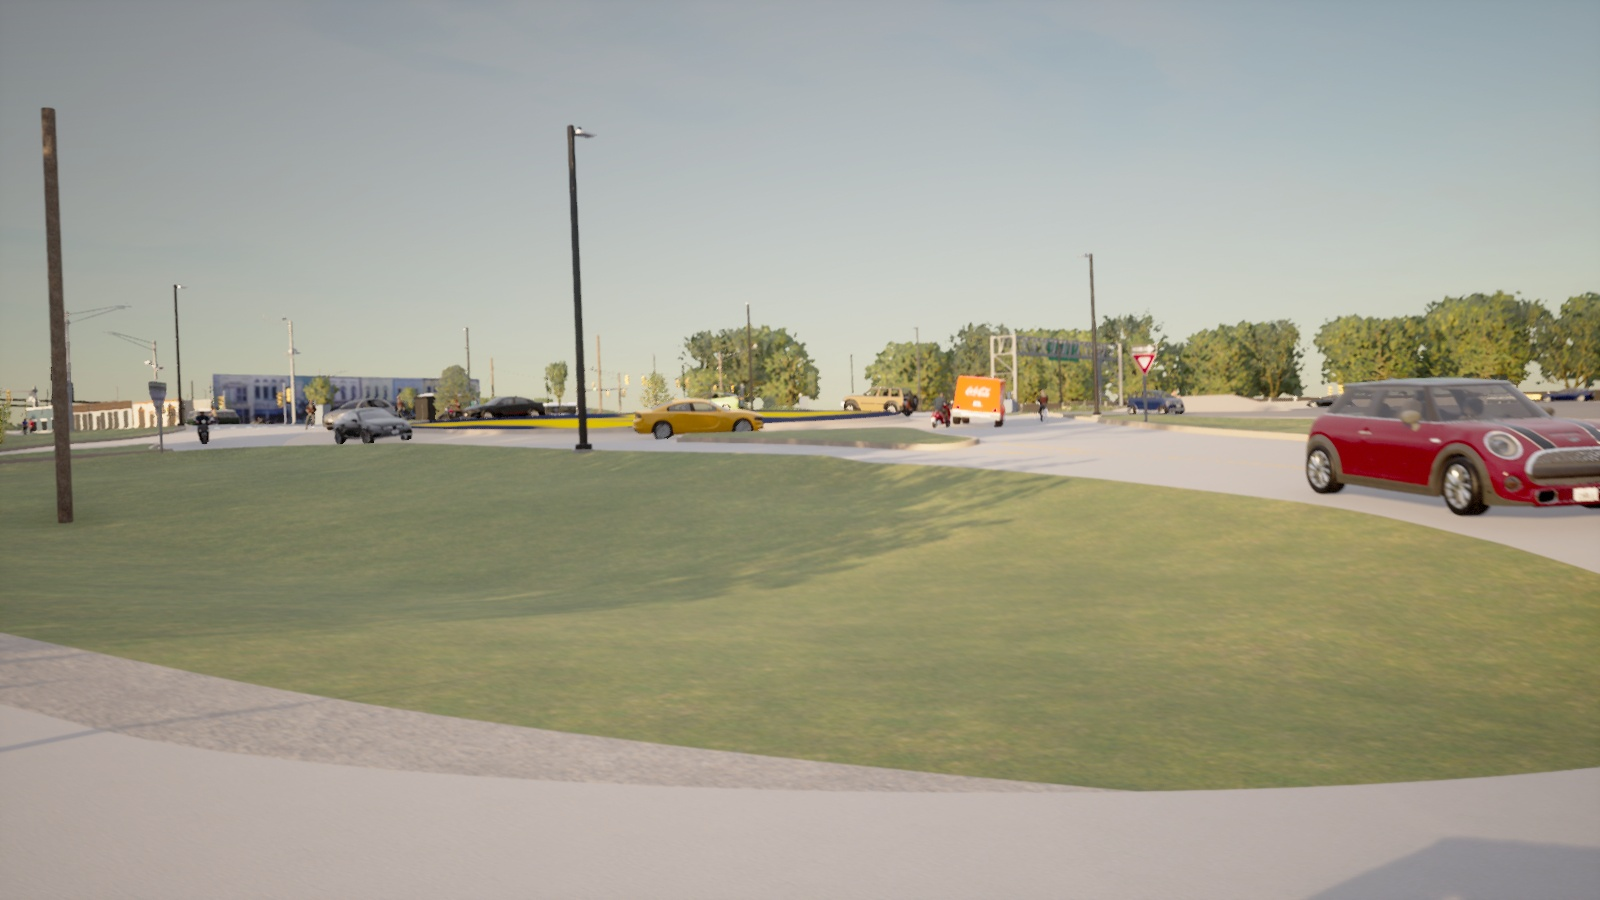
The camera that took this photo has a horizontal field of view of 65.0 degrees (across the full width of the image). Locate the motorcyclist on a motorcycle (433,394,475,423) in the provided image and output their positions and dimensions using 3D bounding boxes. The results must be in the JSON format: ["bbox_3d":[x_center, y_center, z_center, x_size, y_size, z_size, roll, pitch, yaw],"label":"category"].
[{"bbox_3d":[-21.511,-2.575,78.048,2.350,1.649,0.766,-5,3,-42],"label":"motorcyclist on a motorcycle"}]

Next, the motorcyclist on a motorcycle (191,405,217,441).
[{"bbox_3d":[-27.989,-1.293,58.936,0.866,1.590,1.817,-2,5,-31],"label":"motorcyclist on a motorcycle"}]

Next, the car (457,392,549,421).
[{"bbox_3d":[-17.715,-2.640,75.153,5.008,1.535,1.882,-4,2,-41],"label":"car"}]

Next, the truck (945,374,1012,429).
[{"bbox_3d":[9.201,-2.466,64.365,2.627,2.467,5.204,6,4,14],"label":"truck"}]

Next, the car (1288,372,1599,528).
[{"bbox_3d":[8.792,-0.133,16.950,2.097,1.767,4.553,-2,3,-9],"label":"car"}]

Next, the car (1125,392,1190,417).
[{"bbox_3d":[22.610,-2.903,79.553,1.789,1.549,3.705,-3,4,-33],"label":"car"}]

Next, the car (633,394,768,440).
[{"bbox_3d":[-3.846,-1.291,48.313,5.008,1.535,1.882,-2,4,-9],"label":"car"}]

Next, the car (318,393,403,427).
[{"bbox_3d":[-23.514,-2.159,67.267,1.851,1.617,3.988,-1,3,29],"label":"car"}]

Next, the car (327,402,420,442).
[{"bbox_3d":[-17.972,-1.202,52.823,1.812,1.442,4.674,-10,8,-42],"label":"car"}]

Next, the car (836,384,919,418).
[{"bbox_3d":[4.651,-2.948,75.596,4.605,1.855,1.932,4,2,33],"label":"car"}]

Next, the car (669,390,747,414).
[{"bbox_3d":[-5.825,-3.053,79.917,4.514,1.525,2.007,0,2,15],"label":"car"}]

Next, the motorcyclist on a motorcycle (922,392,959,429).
[{"bbox_3d":[6.284,-1.764,56.046,0.866,1.590,1.817,3,3,33],"label":"motorcyclist on a motorcycle"}]
